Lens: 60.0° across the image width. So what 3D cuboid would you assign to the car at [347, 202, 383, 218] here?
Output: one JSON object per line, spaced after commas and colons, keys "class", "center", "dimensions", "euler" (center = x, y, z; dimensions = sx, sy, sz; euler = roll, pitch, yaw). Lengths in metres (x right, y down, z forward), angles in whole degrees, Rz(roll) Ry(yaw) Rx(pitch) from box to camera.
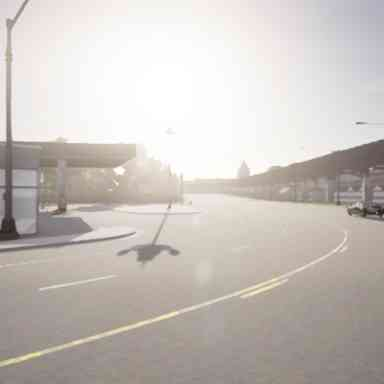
{"class": "car", "center": [16.811, 1.704, 32.439], "dimensions": [2.128, 1.511, 4.902], "euler": [0, 0, 3]}
